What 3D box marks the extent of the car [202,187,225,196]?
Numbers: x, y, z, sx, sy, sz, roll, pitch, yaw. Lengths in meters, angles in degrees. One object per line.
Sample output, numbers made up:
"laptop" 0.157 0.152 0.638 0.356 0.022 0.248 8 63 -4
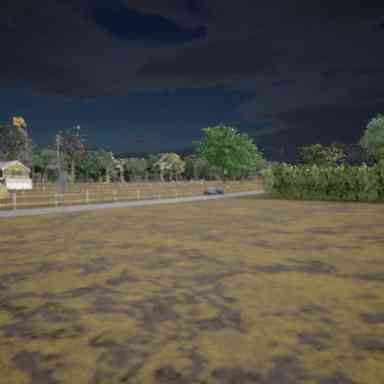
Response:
"car" 3.348 -0.112 51.258 1.994 1.385 4.181 -1 2 36
